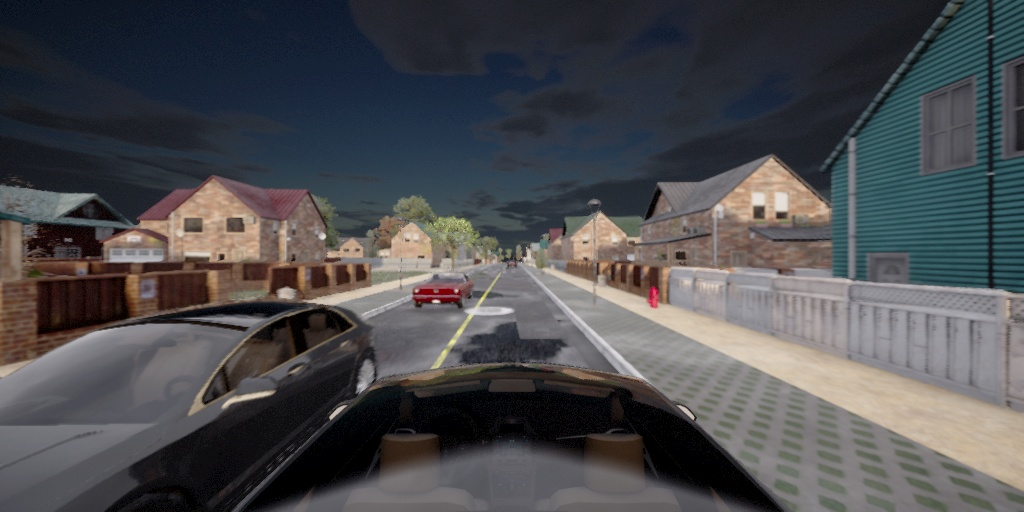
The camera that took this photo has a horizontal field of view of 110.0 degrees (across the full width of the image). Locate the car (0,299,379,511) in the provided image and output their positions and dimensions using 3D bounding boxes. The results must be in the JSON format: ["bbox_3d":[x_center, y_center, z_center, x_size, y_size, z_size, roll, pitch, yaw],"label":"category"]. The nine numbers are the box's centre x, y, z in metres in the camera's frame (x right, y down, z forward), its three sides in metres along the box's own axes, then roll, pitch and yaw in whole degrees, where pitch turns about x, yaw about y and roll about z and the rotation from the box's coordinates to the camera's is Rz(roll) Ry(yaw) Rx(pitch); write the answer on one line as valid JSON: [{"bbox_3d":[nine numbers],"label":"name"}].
[{"bbox_3d":[-2.827,1.255,3.315,1.837,1.490,4.892,0,0,0],"label":"car"}]

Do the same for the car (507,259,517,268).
[{"bbox_3d":[0.024,1.381,65.255,1.837,1.490,4.892,0,0,0],"label":"car"}]

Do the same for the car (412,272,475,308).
[{"bbox_3d":[-2.745,1.347,15.202,1.895,1.301,4.718,0,0,0],"label":"car"}]
